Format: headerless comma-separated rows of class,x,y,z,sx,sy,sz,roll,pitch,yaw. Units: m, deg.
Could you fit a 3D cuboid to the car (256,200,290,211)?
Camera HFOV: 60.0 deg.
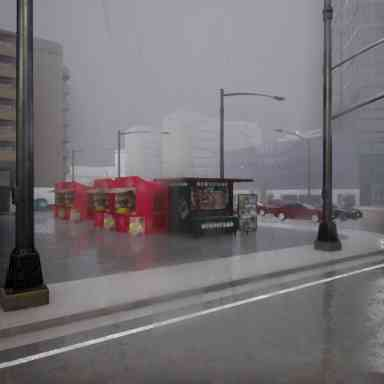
car,11.523,1.836,47.599,1.812,1.442,4.674,0,-1,-36

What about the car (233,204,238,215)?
car,3.536,1.750,34.422,1.812,1.442,4.674,0,-1,-36

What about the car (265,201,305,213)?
car,11.567,1.839,41.573,1.895,1.301,4.718,0,-1,-36

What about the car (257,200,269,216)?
car,6.940,1.689,35.686,1.882,1.535,5.008,0,-1,-36

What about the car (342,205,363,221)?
car,12.214,1.672,28.408,1.994,1.385,4.181,0,-1,-35

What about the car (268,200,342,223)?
car,8.987,1.589,26.864,1.882,1.535,5.008,0,-1,-38
